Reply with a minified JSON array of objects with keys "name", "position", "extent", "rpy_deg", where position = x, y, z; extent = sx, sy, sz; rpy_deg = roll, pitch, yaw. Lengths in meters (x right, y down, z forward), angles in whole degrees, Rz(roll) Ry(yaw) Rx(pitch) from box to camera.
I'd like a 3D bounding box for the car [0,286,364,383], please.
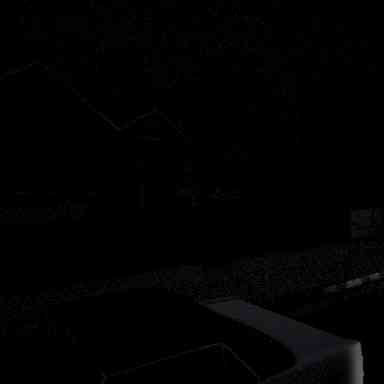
[{"name":"car","position":[-0.778,1.605,2.514],"extent":[4.718,1.301,1.895],"rpy_deg":[0,0,-36]}]
